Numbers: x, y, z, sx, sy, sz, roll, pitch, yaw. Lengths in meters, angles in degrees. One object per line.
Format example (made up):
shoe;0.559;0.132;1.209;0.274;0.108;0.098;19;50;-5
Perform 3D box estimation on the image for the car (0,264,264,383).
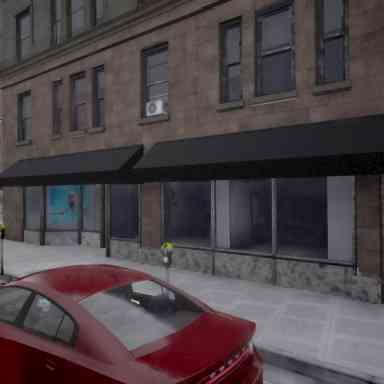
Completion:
car;-1.430;1.545;3.885;4.507;1.381;1.887;0;0;36
